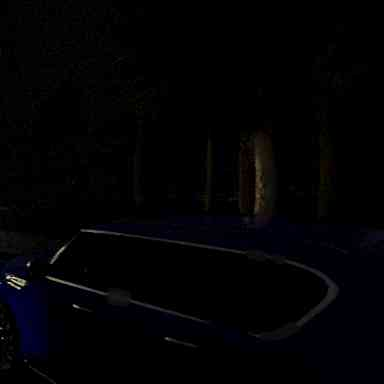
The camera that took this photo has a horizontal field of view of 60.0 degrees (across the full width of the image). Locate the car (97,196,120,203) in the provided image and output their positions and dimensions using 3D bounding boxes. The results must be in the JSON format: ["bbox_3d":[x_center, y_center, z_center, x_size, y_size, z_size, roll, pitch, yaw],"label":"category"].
[{"bbox_3d":[-17.716,1.538,70.600,1.812,1.442,4.674,-1,0,35],"label":"car"}]

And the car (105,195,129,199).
[{"bbox_3d":[-15.052,1.486,68.739,1.837,1.490,4.892,-1,0,35],"label":"car"}]

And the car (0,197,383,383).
[{"bbox_3d":[-0.279,1.260,3.790,5.566,2.045,2.150,2,2,37],"label":"car"}]
